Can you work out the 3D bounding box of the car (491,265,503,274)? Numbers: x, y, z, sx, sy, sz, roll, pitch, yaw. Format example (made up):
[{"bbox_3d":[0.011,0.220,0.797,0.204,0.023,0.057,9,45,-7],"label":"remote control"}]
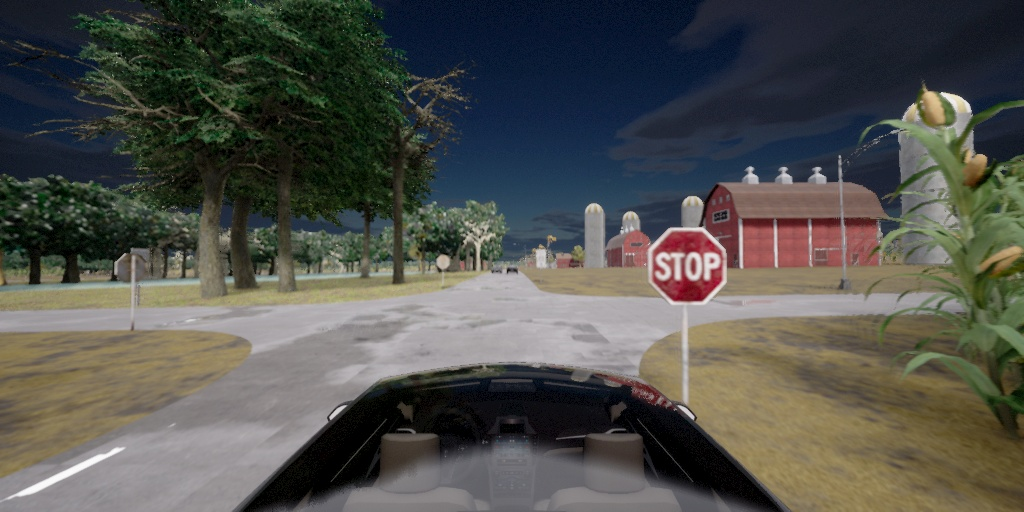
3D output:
[{"bbox_3d":[-2.705,2.401,64.841,1.837,1.490,4.892,0,-2,0],"label":"car"}]

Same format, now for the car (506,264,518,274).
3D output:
[{"bbox_3d":[0.042,2.243,59.836,1.882,1.535,5.008,0,-1,0],"label":"car"}]
